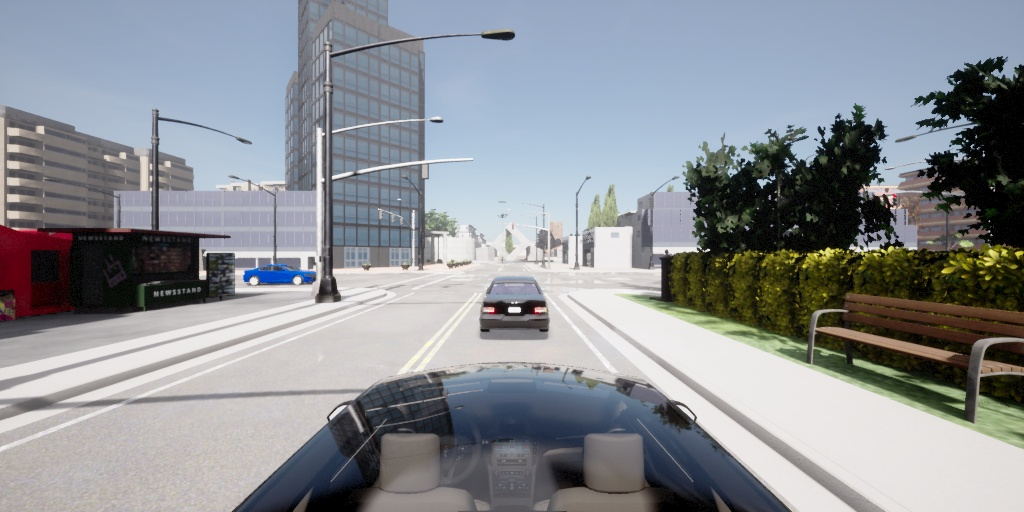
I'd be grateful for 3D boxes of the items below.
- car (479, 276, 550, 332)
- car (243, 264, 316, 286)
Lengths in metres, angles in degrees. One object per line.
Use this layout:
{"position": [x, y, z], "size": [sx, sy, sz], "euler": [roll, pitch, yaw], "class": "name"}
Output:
{"position": [0.069, 1.297, 10.829], "size": [2.033, 1.411, 5.357], "euler": [0, 0, 0], "class": "car"}
{"position": [-16.778, 1.336, 26.238], "size": [5.008, 1.535, 1.882], "euler": [-1, 0, 0], "class": "car"}
